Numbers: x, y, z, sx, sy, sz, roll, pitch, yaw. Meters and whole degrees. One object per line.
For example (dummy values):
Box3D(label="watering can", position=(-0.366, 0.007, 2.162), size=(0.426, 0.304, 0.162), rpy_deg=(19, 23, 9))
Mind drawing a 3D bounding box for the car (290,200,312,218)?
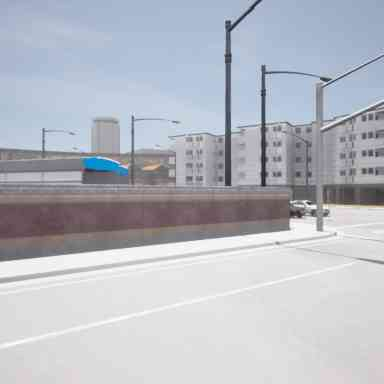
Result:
Box3D(label="car", position=(7.848, 1.505, 29.722), size=(1.837, 1.490, 4.892), rpy_deg=(0, 0, -35))

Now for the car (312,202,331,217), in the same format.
Box3D(label="car", position=(10.791, 1.526, 31.646), size=(1.812, 1.442, 4.674), rpy_deg=(0, 0, -36))
